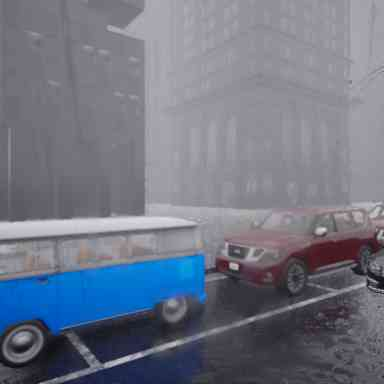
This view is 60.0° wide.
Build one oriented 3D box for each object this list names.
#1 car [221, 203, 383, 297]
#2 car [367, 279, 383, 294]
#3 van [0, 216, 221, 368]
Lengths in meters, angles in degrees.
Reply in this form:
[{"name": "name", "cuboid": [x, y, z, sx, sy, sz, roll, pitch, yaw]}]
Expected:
[{"name": "car", "cuboid": [2.973, 1.312, 8.771, 5.009, 1.841, 2.192, 0, 0, -36]}, {"name": "car", "cuboid": [5.878, 1.488, 7.573, 4.902, 1.511, 2.128, 0, 0, -36]}, {"name": "van", "cuboid": [-1.649, 1.341, 5.473, 3.998, 1.788, 1.690, 0, 0, -36]}]
